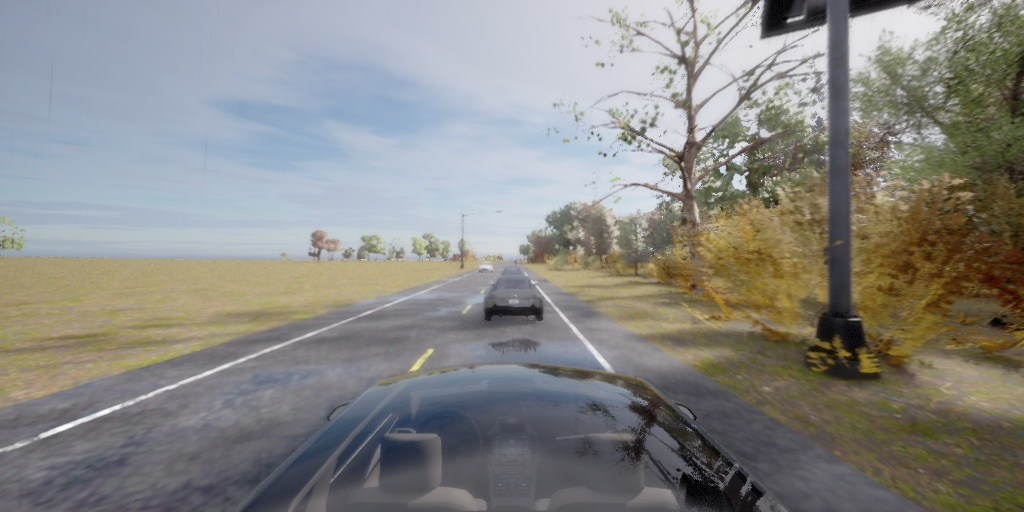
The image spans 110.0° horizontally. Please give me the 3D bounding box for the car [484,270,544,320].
[{"bbox_3d":[0.070,1.383,13.040,1.994,1.385,4.181,0,0,0],"label":"car"}]

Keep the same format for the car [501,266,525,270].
[{"bbox_3d":[0.066,1.475,28.139,1.994,1.385,4.181,0,0,0],"label":"car"}]

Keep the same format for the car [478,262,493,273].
[{"bbox_3d":[-3.594,1.566,49.291,1.812,1.442,4.674,0,0,0],"label":"car"}]
